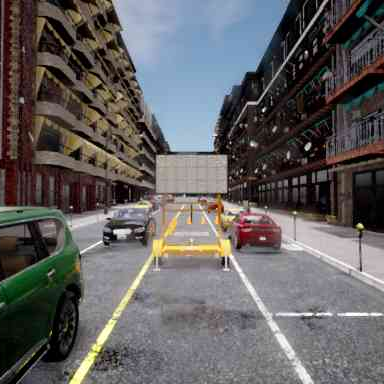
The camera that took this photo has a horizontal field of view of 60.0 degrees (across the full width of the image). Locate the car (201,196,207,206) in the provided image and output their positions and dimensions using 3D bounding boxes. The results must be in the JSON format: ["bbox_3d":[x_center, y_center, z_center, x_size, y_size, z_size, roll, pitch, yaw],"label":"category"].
[{"bbox_3d":[2.534,1.628,41.956,2.008,1.369,4.403,1,0,0],"label":"car"}]

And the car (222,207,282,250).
[{"bbox_3d":[2.569,1.561,14.302,1.887,1.381,4.507,1,0,0],"label":"car"}]

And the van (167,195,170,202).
[{"bbox_3d":[-5.362,1.472,58.601,1.690,1.788,3.998,1,0,0],"label":"van"}]

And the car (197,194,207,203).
[{"bbox_3d":[2.456,1.541,80.673,2.192,1.841,5.009,1,0,0],"label":"car"}]

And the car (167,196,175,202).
[{"bbox_3d":[-5.403,1.819,86.253,1.947,1.339,4.313,1,0,0],"label":"car"}]

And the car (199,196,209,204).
[{"bbox_3d":[2.509,1.616,69.610,1.967,1.590,4.097,1,0,0],"label":"car"}]

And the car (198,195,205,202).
[{"bbox_3d":[2.513,1.676,58.548,1.887,1.381,4.507,1,0,0],"label":"car"}]

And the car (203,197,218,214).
[{"bbox_3d":[2.541,1.608,36.425,1.887,1.381,4.507,1,0,0],"label":"car"}]

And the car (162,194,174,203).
[{"bbox_3d":[-5.383,1.516,75.191,2.192,1.841,5.009,1,0,0],"label":"car"}]

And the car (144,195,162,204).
[{"bbox_3d":[-5.340,1.392,42.010,2.192,1.841,5.009,2,0,0],"label":"car"}]

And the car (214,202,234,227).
[{"bbox_3d":[2.562,1.551,20.004,1.752,1.417,4.829,1,0,0],"label":"car"}]

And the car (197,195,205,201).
[{"bbox_3d":[2.439,1.723,91.735,1.967,1.590,4.097,1,0,0],"label":"car"}]

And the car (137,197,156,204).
[{"bbox_3d":[-5.338,1.588,36.308,1.752,1.417,4.829,2,0,0],"label":"car"}]

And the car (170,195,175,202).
[{"bbox_3d":[-5.376,1.492,69.661,2.192,1.841,5.009,1,0,0],"label":"car"}]

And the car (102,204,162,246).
[{"bbox_3d":[-2.771,1.509,15.504,2.128,1.511,4.902,0,0,0],"label":"car"}]

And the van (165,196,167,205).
[{"bbox_3d":[-5.355,1.452,53.069,1.690,1.788,3.998,2,0,0],"label":"van"}]

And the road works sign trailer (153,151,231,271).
[{"bbox_3d":[-0.012,0.475,10.965,2.380,3.560,2.880,0,0,0],"label":"road works sign trailer"}]

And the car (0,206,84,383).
[{"bbox_3d":[-2.745,1.224,3.004,2.150,2.045,5.566,0,0,0],"label":"car"}]
